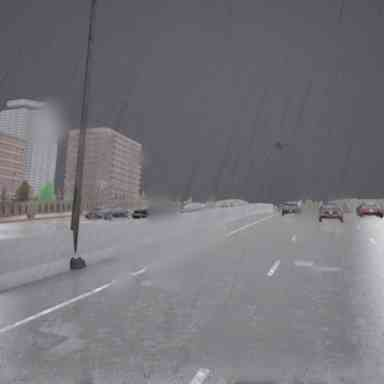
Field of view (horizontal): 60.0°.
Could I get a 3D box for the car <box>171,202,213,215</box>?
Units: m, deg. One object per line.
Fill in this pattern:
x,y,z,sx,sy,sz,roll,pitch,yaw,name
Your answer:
0.301,1.602,28.384,1.882,1.535,5.008,0,0,22,car

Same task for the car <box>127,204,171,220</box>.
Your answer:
-3.333,1.731,28.729,1.895,1.301,4.718,0,0,22,car

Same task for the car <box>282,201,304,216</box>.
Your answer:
10.442,1.646,34.361,2.128,1.511,4.902,0,-1,22,car

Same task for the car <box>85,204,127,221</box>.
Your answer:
-7.194,1.699,28.501,1.994,1.385,4.181,0,0,22,car

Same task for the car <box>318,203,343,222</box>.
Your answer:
11.596,1.654,27.825,2.033,1.411,5.357,0,0,22,car

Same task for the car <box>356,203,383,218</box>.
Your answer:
17.160,1.706,32.308,1.994,1.385,4.181,0,-1,22,car
